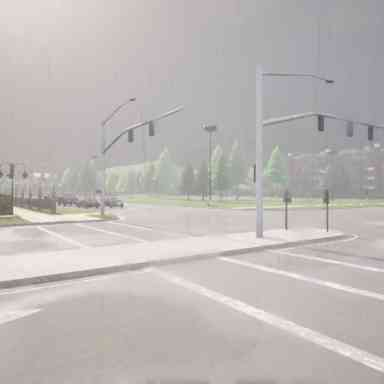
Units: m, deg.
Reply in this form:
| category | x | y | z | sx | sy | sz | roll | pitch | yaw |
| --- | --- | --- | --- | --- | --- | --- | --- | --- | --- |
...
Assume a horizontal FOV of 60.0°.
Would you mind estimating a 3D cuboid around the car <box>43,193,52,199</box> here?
| category | x | y | z | sx | sy | sz | roll | pitch | yaw |
| --- | --- | --- | --- | --- | --- | --- | --- | --- | --- |
| car | -26.083 | 1.221 | 61.918 | 2.150 | 2.045 | 5.566 | 0 | 0 | -35 |

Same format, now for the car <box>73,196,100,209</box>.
| category | x | y | z | sx | sy | sz | roll | pitch | yaw |
| --- | --- | --- | --- | --- | --- | --- | --- | --- | --- |
| car | -14.235 | 1.601 | 45.497 | 1.895 | 1.301 | 4.718 | 0 | 0 | -36 |

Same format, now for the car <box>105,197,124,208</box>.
| category | x | y | z | sx | sy | sz | roll | pitch | yaw |
| --- | --- | --- | --- | --- | --- | --- | --- | --- | --- |
| car | -11.429 | 1.492 | 47.593 | 2.128 | 1.511 | 4.902 | 0 | 0 | -36 |

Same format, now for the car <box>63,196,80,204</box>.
| category | x | y | z | sx | sy | sz | roll | pitch | yaw |
| --- | --- | --- | --- | --- | --- | --- | --- | --- | --- |
| car | -23.000 | 1.564 | 63.630 | 1.994 | 1.385 | 4.181 | 0 | 0 | -36 |

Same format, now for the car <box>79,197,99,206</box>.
| category | x | y | z | sx | sy | sz | roll | pitch | yaw |
| --- | --- | --- | --- | --- | --- | --- | --- | --- | --- |
| car | -17.191 | 1.564 | 55.536 | 1.994 | 1.385 | 4.181 | 0 | 0 | -36 |

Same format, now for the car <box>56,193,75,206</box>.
| category | x | y | z | sx | sy | sz | roll | pitch | yaw |
| --- | --- | --- | --- | --- | --- | --- | --- | --- | --- |
| car | -19.947 | 1.221 | 53.372 | 2.150 | 2.045 | 5.566 | 0 | 0 | -36 |
